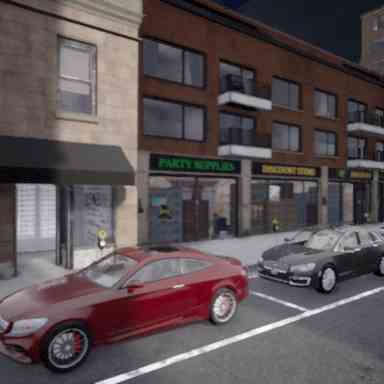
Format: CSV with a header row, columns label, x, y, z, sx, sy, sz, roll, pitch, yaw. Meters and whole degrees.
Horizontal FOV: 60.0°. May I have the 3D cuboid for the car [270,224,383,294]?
label,x,y,z,sx,sy,sz,roll,pitch,yaw
car,3.636,1.576,8.781,4.403,1.369,2.008,0,0,-35

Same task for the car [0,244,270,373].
label,x,y,z,sx,sy,sz,roll,pitch,yaw
car,-0.857,1.590,5.576,4.206,1.307,1.802,0,0,-35
